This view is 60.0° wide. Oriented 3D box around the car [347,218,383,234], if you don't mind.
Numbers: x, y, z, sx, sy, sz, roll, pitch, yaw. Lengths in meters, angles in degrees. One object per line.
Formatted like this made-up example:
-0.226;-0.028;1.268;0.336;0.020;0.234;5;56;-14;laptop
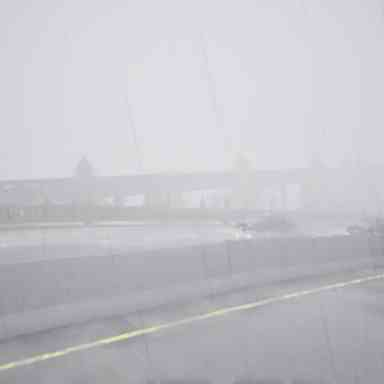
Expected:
15.072;2.860;27.577;5.357;1.411;2.033;4;-2;-35;car

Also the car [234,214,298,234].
5.717;2.352;25.229;5.357;1.411;2.033;4;-2;-35;car
